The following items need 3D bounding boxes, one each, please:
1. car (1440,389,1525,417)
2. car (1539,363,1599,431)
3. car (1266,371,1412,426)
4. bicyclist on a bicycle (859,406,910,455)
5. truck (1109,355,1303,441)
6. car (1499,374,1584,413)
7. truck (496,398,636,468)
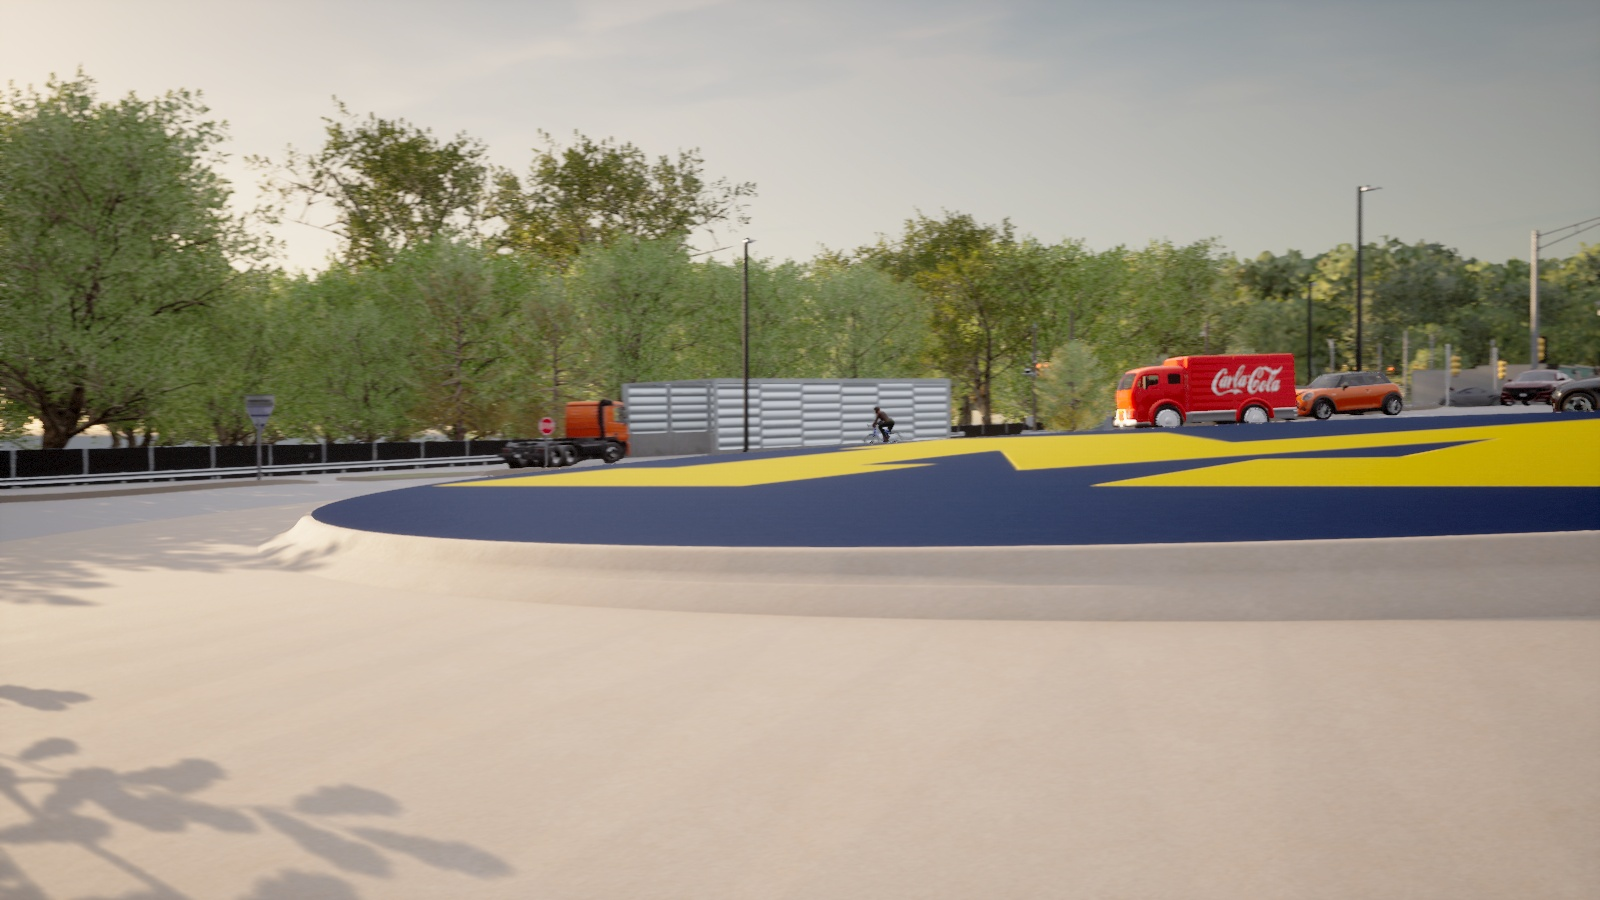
[{"bbox_3d":[41.134,-2.808,75.683,4.181,1.385,1.994,-2,-1,38],"label":"car"},{"bbox_3d":[21.423,-1.377,31.199,2.033,1.649,4.856,0,-1,-32],"label":"car"},{"bbox_3d":[19.824,-1.879,46.234,4.553,1.767,2.097,-3,2,-16],"label":"car"},{"bbox_3d":[2.977,-0.687,44.433,1.656,1.620,0.582,-3,1,38],"label":"bicyclist on a bicycle"},{"bbox_3d":[12.777,-1.631,39.790,5.204,2.467,2.627,-2,1,-3],"label":"truck"},{"bbox_3d":[30.479,-2.328,51.552,1.882,1.535,5.008,2,3,44],"label":"car"},{"bbox_3d":[-12.075,-0.983,65.674,2.891,3.462,7.936,0,2,27],"label":"truck"}]
